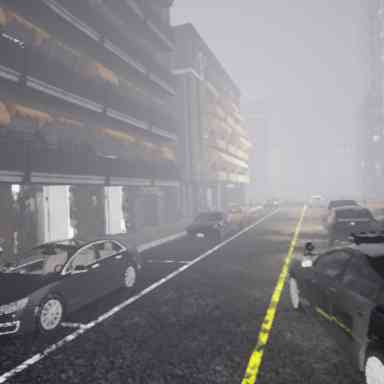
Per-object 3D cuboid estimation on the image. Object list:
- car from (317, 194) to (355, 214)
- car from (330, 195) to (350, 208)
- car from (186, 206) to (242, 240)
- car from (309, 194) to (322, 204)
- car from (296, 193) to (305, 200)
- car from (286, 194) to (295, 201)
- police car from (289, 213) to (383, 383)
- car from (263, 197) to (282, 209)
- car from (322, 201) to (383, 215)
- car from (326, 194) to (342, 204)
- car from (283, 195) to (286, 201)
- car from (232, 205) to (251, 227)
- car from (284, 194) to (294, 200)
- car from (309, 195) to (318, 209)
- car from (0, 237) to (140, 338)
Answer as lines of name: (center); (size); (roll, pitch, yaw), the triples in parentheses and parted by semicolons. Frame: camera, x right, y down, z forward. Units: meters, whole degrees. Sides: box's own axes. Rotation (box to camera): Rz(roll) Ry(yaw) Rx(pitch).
car: (8.704, 1.150, 19.480); (2.097, 1.767, 4.553); (-3, -1, 20)
car: (18.466, 1.128, 41.543); (1.887, 1.381, 4.507); (-3, -1, 20)
car: (1.106, 1.664, 17.748); (1.947, 1.339, 4.313); (-3, -1, 20)
car: (19.752, 1.156, 53.164); (1.812, 1.442, 4.674); (-3, -1, 20)
car: (26.802, 1.088, 81.903); (2.128, 1.511, 4.902); (-3, -1, 20)
car: (21.948, 1.295, 76.282); (2.008, 1.369, 4.403); (-3, -1, 20)
police car: (2.732, 1.350, 4.642); (1.930, 1.638, 5.238); (-2, 0, 2)
car: (10.575, 1.371, 44.355); (1.967, 1.590, 4.097); (-3, -1, 20)
car: (6.602, 1.345, 13.913); (1.837, 1.490, 4.892); (-3, -1, 21)
car: (22.256, 1.069, 52.186); (2.008, 1.369, 4.403); (-3, -1, 20)
car: (12.475, 1.481, 49.675); (1.802, 1.307, 4.206); (-3, -1, 20)
car: (2.942, 1.590, 22.910); (1.752, 1.417, 4.829); (-3, -1, 20)
car: (23.844, 1.265, 81.602); (2.008, 1.369, 4.403); (-3, -1, 20)
car: (15.328, 1.230, 40.669); (1.812, 1.442, 4.674); (-3, 0, 20)
car: (-2.684, 1.719, 7.106); (2.008, 1.369, 4.403); (-3, 0, 20)
